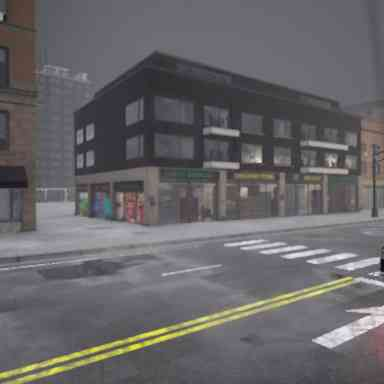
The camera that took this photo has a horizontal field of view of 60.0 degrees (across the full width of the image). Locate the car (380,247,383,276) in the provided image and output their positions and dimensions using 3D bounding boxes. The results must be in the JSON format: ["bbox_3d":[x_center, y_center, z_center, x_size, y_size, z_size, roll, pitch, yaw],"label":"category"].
[{"bbox_3d":[6.427,1.481,8.026,4.902,1.511,2.128,0,0,-35],"label":"car"}]
